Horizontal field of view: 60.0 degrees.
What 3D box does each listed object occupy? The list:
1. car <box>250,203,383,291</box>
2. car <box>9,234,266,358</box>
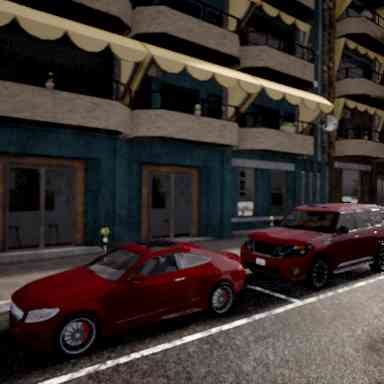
[{"bbox_3d":[3.638,1.280,9.135,5.009,1.841,2.192,0,1,-35],"label":"car"},{"bbox_3d":[-0.859,1.570,5.932,4.206,1.307,1.802,0,1,-35],"label":"car"}]
